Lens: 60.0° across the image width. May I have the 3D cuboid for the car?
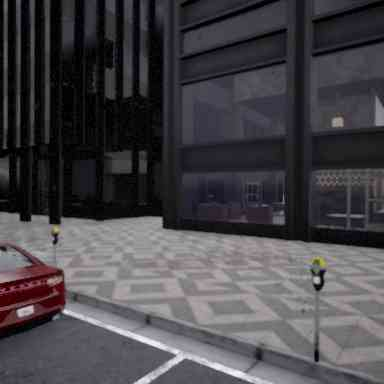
[{"bbox_3d":[-4.105,1.496,5.890,4.507,1.381,1.887,1,0,36],"label":"car"}]
